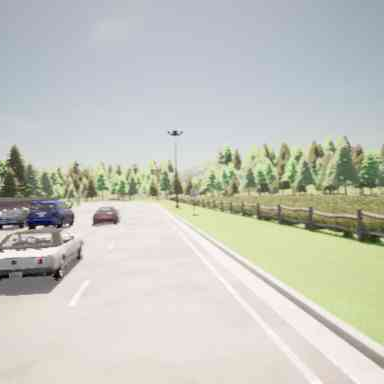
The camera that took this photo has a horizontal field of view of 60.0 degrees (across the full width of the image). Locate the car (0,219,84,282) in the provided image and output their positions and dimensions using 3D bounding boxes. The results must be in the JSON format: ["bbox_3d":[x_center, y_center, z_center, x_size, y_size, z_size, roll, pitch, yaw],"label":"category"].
[{"bbox_3d":[-4.692,1.804,10.467,1.895,1.301,4.718,-2,0,-8],"label":"car"}]

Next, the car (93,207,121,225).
[{"bbox_3d":[-7.182,1.935,28.234,1.994,1.385,4.181,-2,0,-8],"label":"car"}]

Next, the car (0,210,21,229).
[{"bbox_3d":[-14.069,2.135,26.963,2.033,1.411,5.357,-2,0,-8],"label":"car"}]

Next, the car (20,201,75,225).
[{"bbox_3d":[-10.174,1.670,24.315,2.150,2.045,5.566,-2,0,-8],"label":"car"}]
